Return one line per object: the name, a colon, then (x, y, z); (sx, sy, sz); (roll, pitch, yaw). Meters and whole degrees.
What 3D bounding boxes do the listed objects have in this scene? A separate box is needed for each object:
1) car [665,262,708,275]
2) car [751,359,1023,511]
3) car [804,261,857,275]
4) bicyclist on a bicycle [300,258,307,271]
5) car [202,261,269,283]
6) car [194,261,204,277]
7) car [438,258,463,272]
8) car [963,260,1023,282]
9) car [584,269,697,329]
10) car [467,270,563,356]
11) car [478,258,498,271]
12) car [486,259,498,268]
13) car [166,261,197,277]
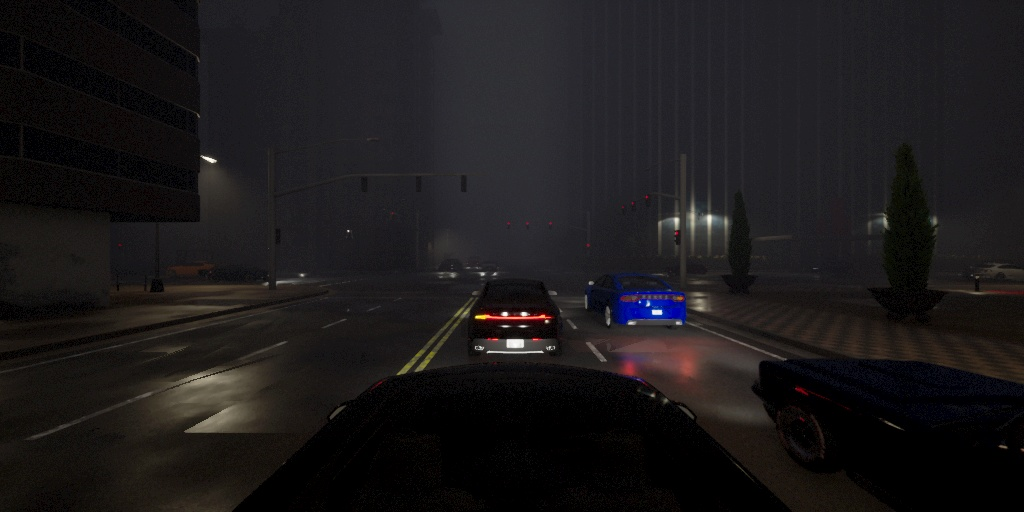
car: (18.702, 1.314, 38.627); (4.181, 1.385, 1.994); (0, 0, -1)
car: (3.600, 1.351, 1.840); (1.895, 1.301, 4.718); (0, 0, 0)
car: (34.367, 1.255, 38.782); (4.892, 1.490, 1.837); (0, 0, -1)
bicyclist on a bicycle: (-26.424, 1.051, 45.450); (0.582, 1.620, 1.656); (0, 0, -1)
car: (-20.685, 1.314, 27.526); (4.181, 1.385, 1.994); (0, 0, -1)
car: (-24.039, 1.351, 30.993); (4.718, 1.301, 1.895); (0, 0, -1)
car: (-7.822, 1.101, 46.079); (2.097, 1.767, 4.553); (0, 0, 9)
car: (38.395, 1.276, 28.141); (4.674, 1.442, 1.812); (0, 0, -1)
car: (3.574, 1.228, 11.265); (1.882, 1.535, 5.008); (0, 0, 0)
car: (0.061, 1.255, 8.576); (1.837, 1.490, 4.892); (0, 0, 0)
car: (-3.049, 1.275, 46.335); (1.812, 1.442, 4.674); (0, 0, -8)
car: (-3.569, 1.314, 64.625); (1.994, 1.385, 4.181); (0, 0, 0)
car: (-30.360, 1.227, 34.606); (5.008, 1.535, 1.882); (0, 0, 0)
